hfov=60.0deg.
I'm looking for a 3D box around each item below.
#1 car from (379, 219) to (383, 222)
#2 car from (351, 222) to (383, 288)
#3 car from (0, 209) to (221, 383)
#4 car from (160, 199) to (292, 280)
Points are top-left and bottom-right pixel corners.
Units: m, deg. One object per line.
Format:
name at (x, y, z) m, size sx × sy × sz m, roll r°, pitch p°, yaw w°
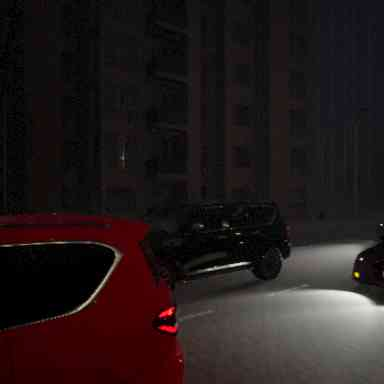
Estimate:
car at (10.719, 1.482, 15.866) m, size 4.902 × 1.511 × 2.128 m, roll 0°, pitch 0°, yaw -35°
car at (5.754, 1.558, 8.091) m, size 4.181 × 1.385 × 1.994 m, roll 0°, pitch 0°, yaw -35°
car at (-2.663, 1.226, 2.088) m, size 5.566 × 2.045 × 2.150 m, roll 0°, pitch 0°, yaw -36°
car at (0.135, 1.223, 8.386) m, size 5.566 × 2.045 × 2.150 m, roll 0°, pitch 0°, yaw -35°
